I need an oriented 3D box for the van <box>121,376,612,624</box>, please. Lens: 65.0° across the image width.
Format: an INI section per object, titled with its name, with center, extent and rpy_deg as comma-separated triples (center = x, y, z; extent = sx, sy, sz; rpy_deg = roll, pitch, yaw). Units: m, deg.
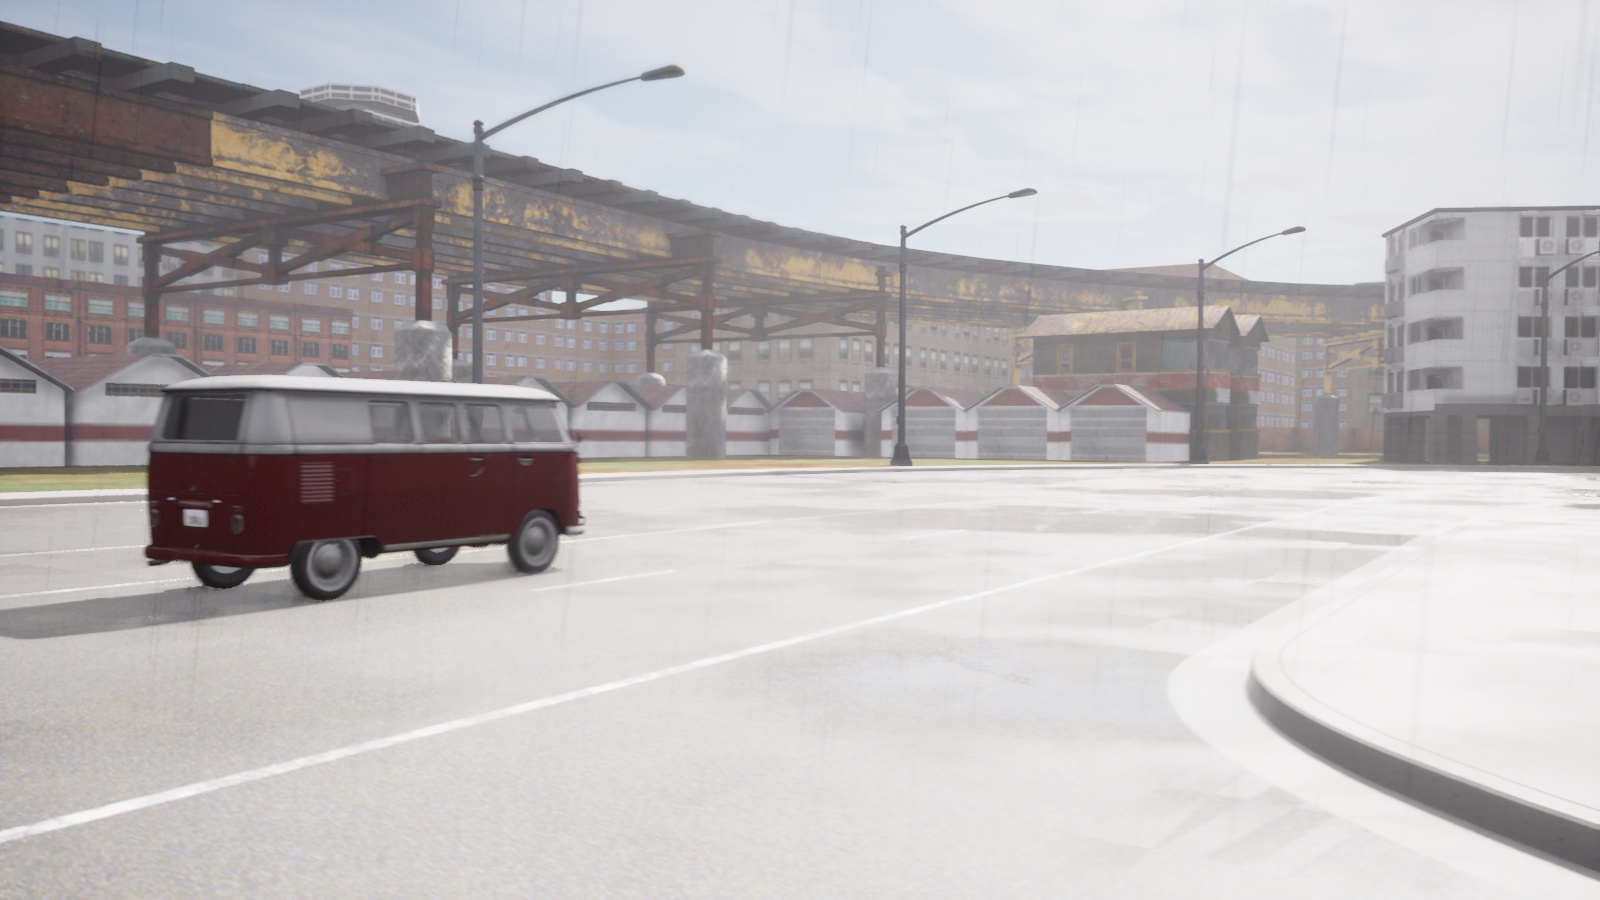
[van]
center = -4.010, 0.371, 12.418
extent = 1.775, 1.987, 4.442
rpy_deg = 0, 1, 32
